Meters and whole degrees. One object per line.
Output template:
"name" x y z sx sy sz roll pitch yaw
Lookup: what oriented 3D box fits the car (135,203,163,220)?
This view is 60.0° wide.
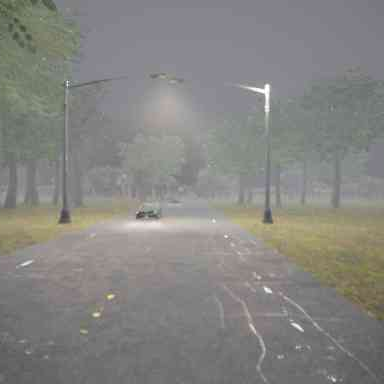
"car" -3.618 1.639 28.569 1.895 1.301 4.718 -2 1 0

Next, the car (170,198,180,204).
"car" -3.514 1.839 69.168 1.895 1.301 4.718 0 0 0
